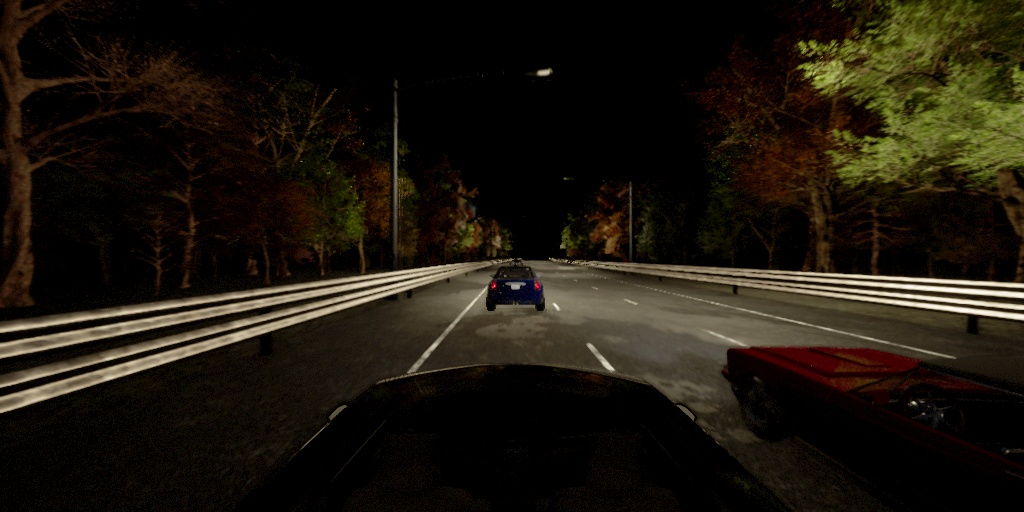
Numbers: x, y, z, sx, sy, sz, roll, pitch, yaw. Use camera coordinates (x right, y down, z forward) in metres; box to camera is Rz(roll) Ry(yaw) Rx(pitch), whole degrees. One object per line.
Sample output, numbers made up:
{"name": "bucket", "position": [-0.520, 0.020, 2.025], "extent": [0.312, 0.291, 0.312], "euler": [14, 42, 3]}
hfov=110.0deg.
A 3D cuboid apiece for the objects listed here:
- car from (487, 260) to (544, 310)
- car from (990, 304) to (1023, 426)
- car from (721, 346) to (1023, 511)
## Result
{"name": "car", "position": [0.142, 1.146, 15.040], "extent": [2.097, 1.767, 4.553], "euler": [0, 0, 0]}
{"name": "car", "position": [7.095, 1.303, 1.878], "extent": [2.033, 1.411, 5.357], "euler": [0, 0, 0]}
{"name": "car", "position": [3.598, 1.356, 2.437], "extent": [1.895, 1.301, 4.718], "euler": [0, 0, 0]}
